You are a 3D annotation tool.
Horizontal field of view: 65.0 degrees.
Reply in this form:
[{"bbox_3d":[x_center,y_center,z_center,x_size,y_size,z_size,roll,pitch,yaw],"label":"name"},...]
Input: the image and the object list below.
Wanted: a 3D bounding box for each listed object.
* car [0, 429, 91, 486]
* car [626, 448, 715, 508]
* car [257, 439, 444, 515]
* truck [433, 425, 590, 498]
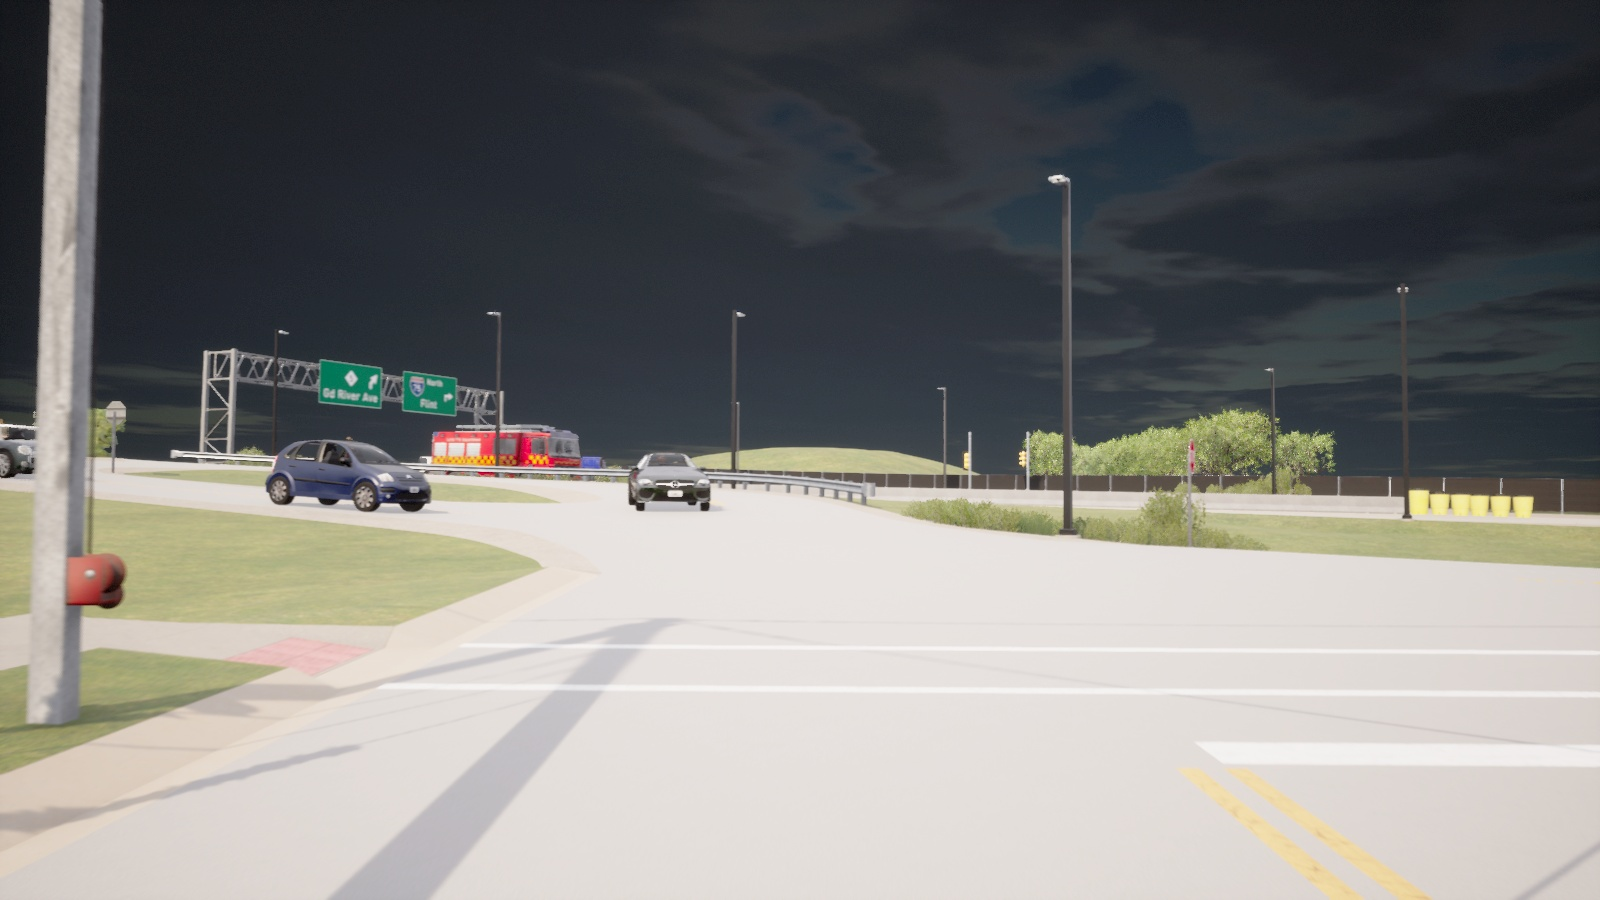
[{"bbox_3d":[-22.520,0.162,35.958,3.806,1.475,1.970,3,-1,26],"label":"car"},{"bbox_3d":[-3.912,0.772,37.205,2.152,1.651,5.027,0,0,-11],"label":"car"},{"bbox_3d":[-10.754,0.636,30.046,3.988,1.617,1.851,2,-1,25],"label":"car"},{"bbox_3d":[-16.068,0.653,69.782,8.468,3.827,2.891,0,-2,26],"label":"truck"}]
